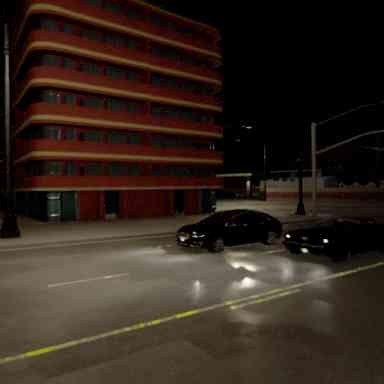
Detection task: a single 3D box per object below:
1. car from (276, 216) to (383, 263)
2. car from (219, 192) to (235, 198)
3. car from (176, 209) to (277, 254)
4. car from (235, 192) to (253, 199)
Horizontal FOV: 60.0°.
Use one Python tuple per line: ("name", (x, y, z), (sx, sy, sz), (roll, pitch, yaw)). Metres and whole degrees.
("car", (5.496, 1.594, 12.158), (4.718, 1.301, 1.895), (0, 0, -35))
("car", (9.332, 0.701, 86.408), (4.611, 1.667, 2.242), (-1, 1, -35))
("car", (1.633, 1.503, 13.716), (4.892, 1.490, 1.837), (0, 0, -35))
("car", (13.299, 0.848, 82.183), (3.806, 1.475, 1.970), (-1, 1, -35))
